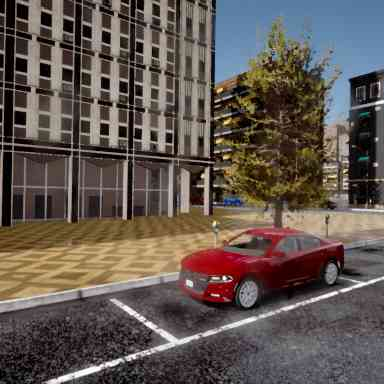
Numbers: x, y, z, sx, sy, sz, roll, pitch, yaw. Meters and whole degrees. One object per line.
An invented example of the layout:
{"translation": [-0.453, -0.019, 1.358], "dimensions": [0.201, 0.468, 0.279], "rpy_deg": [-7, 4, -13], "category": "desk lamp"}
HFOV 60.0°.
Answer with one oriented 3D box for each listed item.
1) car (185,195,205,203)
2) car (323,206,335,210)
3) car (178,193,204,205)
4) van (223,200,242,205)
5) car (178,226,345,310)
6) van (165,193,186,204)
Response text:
{"translation": [0.545, 1.386, 66.958], "dimensions": [1.967, 1.590, 4.097], "rpy_deg": [1, -1, -36], "category": "car"}
{"translation": [17.016, 1.586, 44.123], "dimensions": [1.947, 1.339, 4.313], "rpy_deg": [2, -1, -36], "category": "car"}
{"translation": [0.342, 1.130, 52.923], "dimensions": [2.192, 1.841, 5.009], "rpy_deg": [2, -1, -36], "category": "car"}
{"translation": [7.136, 1.314, 57.825], "dimensions": [1.690, 1.788, 3.998], "rpy_deg": [2, -1, -36], "category": "van"}
{"translation": [1.780, 1.547, 7.834], "dimensions": [4.507, 1.381, 1.887], "rpy_deg": [0, 1, -36], "category": "car"}
{"translation": [-2.953, 1.142, 57.489], "dimensions": [1.690, 1.788, 3.998], "rpy_deg": [2, -1, -36], "category": "van"}
